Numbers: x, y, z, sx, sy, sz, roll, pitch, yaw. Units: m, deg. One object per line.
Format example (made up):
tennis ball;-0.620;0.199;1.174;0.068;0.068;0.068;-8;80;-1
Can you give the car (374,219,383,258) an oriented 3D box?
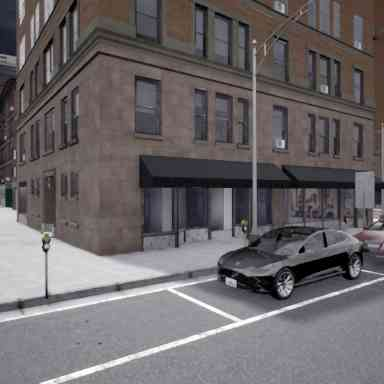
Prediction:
car;7.091;1.584;11.583;4.206;1.307;1.802;0;0;-35

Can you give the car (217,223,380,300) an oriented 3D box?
car;2.610;1.567;8.391;4.313;1.339;1.947;0;0;-35
